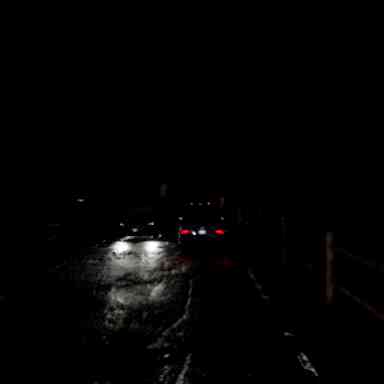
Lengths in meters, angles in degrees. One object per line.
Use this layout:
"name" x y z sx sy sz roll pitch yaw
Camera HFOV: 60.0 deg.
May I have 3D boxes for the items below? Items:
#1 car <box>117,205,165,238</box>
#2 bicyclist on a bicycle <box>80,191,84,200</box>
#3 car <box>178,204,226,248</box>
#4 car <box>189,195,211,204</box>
"car" -2.476 1.400 17.053 1.812 1.442 4.674 0 0 1
"bicyclist on a bicycle" -21.085 0.657 63.940 0.582 1.620 1.656 1 1 2
"car" 0.413 1.443 14.195 2.033 1.411 5.357 0 0 1
"car" 0.810 1.115 32.221 2.097 1.767 4.553 0 1 1
